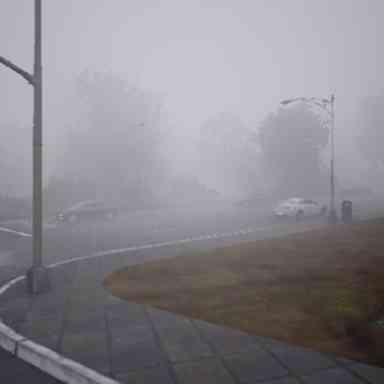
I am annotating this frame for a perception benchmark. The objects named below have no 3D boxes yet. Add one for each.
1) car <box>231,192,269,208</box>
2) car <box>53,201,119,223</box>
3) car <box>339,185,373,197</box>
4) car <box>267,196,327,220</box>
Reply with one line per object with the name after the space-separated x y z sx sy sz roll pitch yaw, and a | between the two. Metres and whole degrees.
6.422 0.852 36.024 4.892 1.490 1.837 -4 2 -33 | car
-7.875 1.446 25.024 4.892 1.490 1.837 -2 2 -41 | car
22.049 -0.172 44.805 5.008 1.535 1.882 -4 2 -25 | car
7.927 1.139 24.252 4.674 1.442 1.812 -3 2 -36 | car
